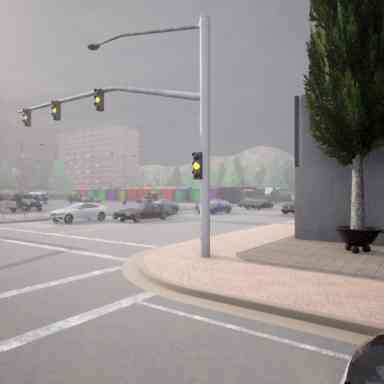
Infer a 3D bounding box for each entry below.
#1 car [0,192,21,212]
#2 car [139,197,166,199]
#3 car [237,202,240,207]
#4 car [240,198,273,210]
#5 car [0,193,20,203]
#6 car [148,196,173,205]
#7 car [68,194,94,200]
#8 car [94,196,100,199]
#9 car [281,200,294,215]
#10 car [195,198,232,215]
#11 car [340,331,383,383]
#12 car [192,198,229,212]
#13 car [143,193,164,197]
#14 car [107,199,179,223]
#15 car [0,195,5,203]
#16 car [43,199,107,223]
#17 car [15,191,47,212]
[{"bbox_3d":[-19.919,1.153,34.138,4.605,1.855,1.932,0,0,35],"label":"car"},{"bbox_3d":[-3.160,1.526,32.890,1.812,1.442,4.674,0,0,37],"label":"car"},{"bbox_3d":[8.652,1.547,48.696,2.033,1.411,5.357,0,0,37],"label":"car"},{"bbox_3d":[8.730,1.547,42.988,2.033,1.411,5.357,0,0,37],"label":"car"},{"bbox_3d":[-36.747,1.153,66.763,4.605,1.855,1.932,0,0,35],"label":"car"},{"bbox_3d":[-5.239,1.395,54.882,3.806,1.475,1.970,0,0,35],"label":"car"},{"bbox_3d":[-21.242,1.153,62.611,4.605,1.855,1.932,0,0,35],"label":"car"},{"bbox_3d":[-19.519,1.364,64.940,3.905,1.438,1.784,0,0,35],"label":"car"},{"bbox_3d":[10.748,1.547,33.669,2.033,1.411,5.357,0,0,37],"label":"car"},{"bbox_3d":[2.436,1.526,34.547,1.812,1.442,4.674,0,0,37],"label":"car"},{"bbox_3d":[3.358,1.492,1.570,4.902,1.511,2.128,0,0,36],"label":"car"},{"bbox_3d":[2.316,1.491,40.252,2.128,1.511,4.902,0,0,37],"label":"car"},{"bbox_3d":[-6.918,1.156,52.523,3.866,1.878,1.905,0,0,35],"label":"car"},{"bbox_3d":[-3.707,1.547,26.283,2.033,1.411,5.357,0,0,36],"label":"car"},{"bbox_3d":[-38.254,1.364,64.542,3.905,1.438,1.784,0,0,35],"label":"car"},{"bbox_3d":[-8.546,1.526,25.547,1.812,1.442,4.674,0,0,38],"label":"car"},{"bbox_3d":[-18.205,1.156,36.471,3.866,1.878,1.905,0,0,35],"label":"car"}]
